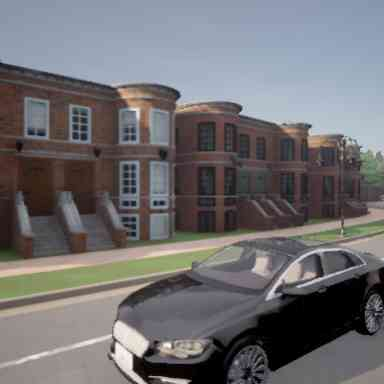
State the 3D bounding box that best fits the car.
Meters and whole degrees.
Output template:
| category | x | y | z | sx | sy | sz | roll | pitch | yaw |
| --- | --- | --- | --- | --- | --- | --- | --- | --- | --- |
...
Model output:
| category | x | y | z | sx | sy | sz | roll | pitch | yaw |
| --- | --- | --- | --- | --- | --- | --- | --- | --- | --- |
| car | 1.208 | 1.506 | 5.076 | 4.902 | 1.511 | 2.128 | 0 | 0 | -38 |
